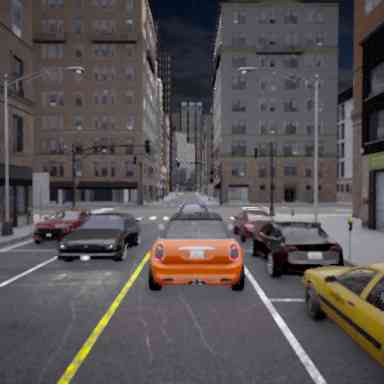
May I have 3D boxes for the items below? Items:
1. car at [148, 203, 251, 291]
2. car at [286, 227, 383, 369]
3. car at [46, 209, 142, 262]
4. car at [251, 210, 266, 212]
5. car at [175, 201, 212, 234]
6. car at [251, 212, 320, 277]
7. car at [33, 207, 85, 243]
[{"bbox_3d":[0.100,1.295,9.026,2.097,1.767,4.553,0,0,0],"label":"car"},{"bbox_3d":[2.867,1.497,4.413,1.752,1.417,4.829,-1,0,0],"label":"car"},{"bbox_3d":[-3.007,1.471,12.073,2.033,1.411,5.357,0,0,0],"label":"car"},{"bbox_3d":[2.872,1.485,15.415,1.802,1.307,4.206,-1,0,0],"label":"car"},{"bbox_3d":[0.108,1.356,19.315,1.882,1.535,5.008,0,0,1],"label":"car"},{"bbox_3d":[2.870,1.504,9.830,1.947,1.339,4.313,-1,0,0],"label":"car"},{"bbox_3d":[-5.673,1.447,15.416,1.887,1.381,4.507,-1,0,0],"label":"car"}]
